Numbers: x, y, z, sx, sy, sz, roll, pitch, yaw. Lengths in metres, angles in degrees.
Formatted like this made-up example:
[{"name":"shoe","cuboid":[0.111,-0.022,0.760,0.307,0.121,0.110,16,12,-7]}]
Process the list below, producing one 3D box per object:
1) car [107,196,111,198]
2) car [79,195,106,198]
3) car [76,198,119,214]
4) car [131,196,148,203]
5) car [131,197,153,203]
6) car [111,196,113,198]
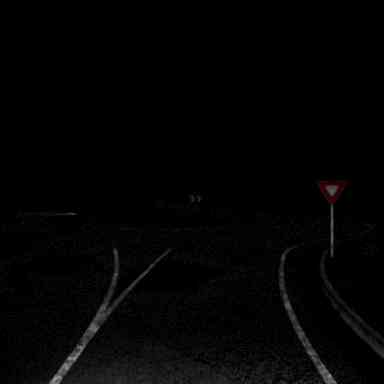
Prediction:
[{"name":"car","cuboid":[-24.711,1.808,86.215,5.566,2.045,2.435,0,-1,-2]},{"name":"car","cuboid":[-24.520,1.671,80.758,5.566,2.045,2.435,0,-1,-2]},{"name":"car","cuboid":[-10.837,1.718,37.628,4.181,1.385,1.994,1,-1,-42]},{"name":"car","cuboid":[-12.242,1.749,79.017,4.553,1.767,2.185,0,-1,-2]},{"name":"car","cuboid":[-12.323,1.948,82.048,5.008,1.535,2.097,0,-1,-2]},{"name":"car","cuboid":[-25.100,2.234,91.913,5.366,1.575,1.946,0,-2,-2]}]
